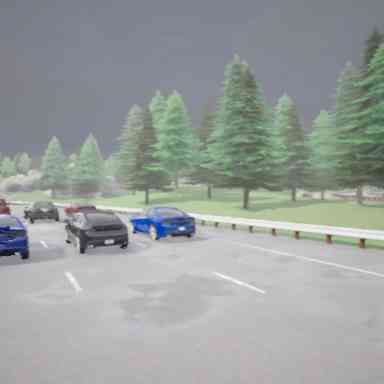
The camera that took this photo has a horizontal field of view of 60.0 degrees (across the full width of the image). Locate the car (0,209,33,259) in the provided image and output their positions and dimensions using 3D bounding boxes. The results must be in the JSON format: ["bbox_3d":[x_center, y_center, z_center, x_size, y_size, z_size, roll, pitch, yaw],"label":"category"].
[{"bbox_3d":[-7.228,1.577,12.390,1.882,1.535,5.008,-1,-1,-29],"label":"car"}]

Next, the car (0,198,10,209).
[{"bbox_3d":[-14.846,1.435,24.690,2.150,2.045,5.566,-1,0,-34],"label":"car"}]

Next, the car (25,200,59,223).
[{"bbox_3d":[-12.520,1.515,27.502,2.097,1.767,4.553,-1,0,-34],"label":"car"}]

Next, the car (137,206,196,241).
[{"bbox_3d":[-1.665,1.466,16.765,1.882,1.535,5.008,-1,0,-30],"label":"car"}]

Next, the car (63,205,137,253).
[{"bbox_3d":[-4.163,1.546,14.077,1.837,1.490,4.892,-1,1,-29],"label":"car"}]

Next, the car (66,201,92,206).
[{"bbox_3d":[-10.282,1.594,30.454,1.882,1.535,5.008,-1,0,-34],"label":"car"}]
